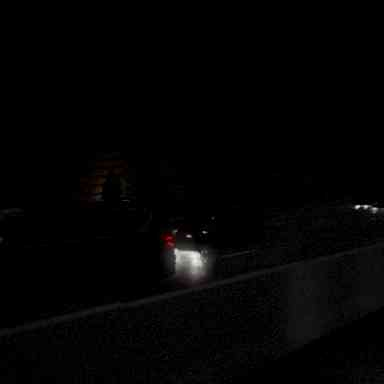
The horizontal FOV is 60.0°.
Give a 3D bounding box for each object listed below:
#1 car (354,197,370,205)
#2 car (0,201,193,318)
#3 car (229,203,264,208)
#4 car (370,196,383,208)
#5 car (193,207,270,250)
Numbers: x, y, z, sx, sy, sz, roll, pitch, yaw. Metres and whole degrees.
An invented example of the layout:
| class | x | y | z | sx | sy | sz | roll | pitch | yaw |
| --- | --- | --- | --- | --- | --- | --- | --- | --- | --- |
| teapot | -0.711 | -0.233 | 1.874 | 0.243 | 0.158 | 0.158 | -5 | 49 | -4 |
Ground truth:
| class | x | y | z | sx | sy | sz | roll | pitch | yaw |
| --- | --- | --- | --- | --- | --- | --- | --- | --- | --- |
| car | 28.014 | 1.473 | 54.498 | 1.994 | 1.385 | 4.181 | 0 | 0 | 36 |
| car | -2.907 | 1.233 | 6.351 | 5.566 | 2.045 | 2.150 | 0 | 0 | -37 |
| car | 3.156 | 1.504 | 21.095 | 1.837 | 1.490 | 4.892 | 0 | 0 | 43 |
| car | 26.697 | 1.407 | 46.586 | 1.837 | 1.490 | 4.892 | 0 | 0 | 35 |
| car | 1.329 | 1.562 | 14.463 | 4.181 | 1.385 | 1.994 | 0 | 0 | -43 |
